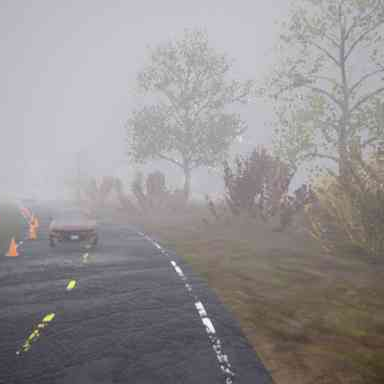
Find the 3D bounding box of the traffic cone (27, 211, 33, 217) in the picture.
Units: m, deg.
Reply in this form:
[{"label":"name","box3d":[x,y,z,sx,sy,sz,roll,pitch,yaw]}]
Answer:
[{"label":"traffic cone","box3d":[-11.918,1.885,24.852,0.340,0.580,0.340,0,0,-29]}]

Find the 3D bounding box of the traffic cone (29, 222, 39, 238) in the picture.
[{"label":"traffic cone","box3d":[-7.736,1.912,16.178,0.340,0.580,0.340,0,0,-21]}]

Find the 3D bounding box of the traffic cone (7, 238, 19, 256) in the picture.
[{"label":"traffic cone","box3d":[-6.266,1.924,11.642,0.340,0.580,0.340,0,0,-15]}]

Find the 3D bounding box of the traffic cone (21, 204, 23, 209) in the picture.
[{"label":"traffic cone","box3d":[-19.178,1.838,37.979,0.340,0.580,0.340,0,0,-29]}]

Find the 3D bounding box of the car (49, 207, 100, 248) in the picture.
[{"label":"car","box3d":[-5.287,1.444,15.018,1.882,1.535,5.008,0,0,-19]}]

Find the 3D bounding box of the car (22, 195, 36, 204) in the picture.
[{"label":"car","box3d":[-29.762,1.268,60.739,1.882,1.535,5.008,0,0,-34]}]

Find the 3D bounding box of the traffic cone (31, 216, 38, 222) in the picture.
[{"label":"traffic cone","box3d":[-9.622,1.899,20.557,0.340,0.580,0.340,0,0,-26]}]
